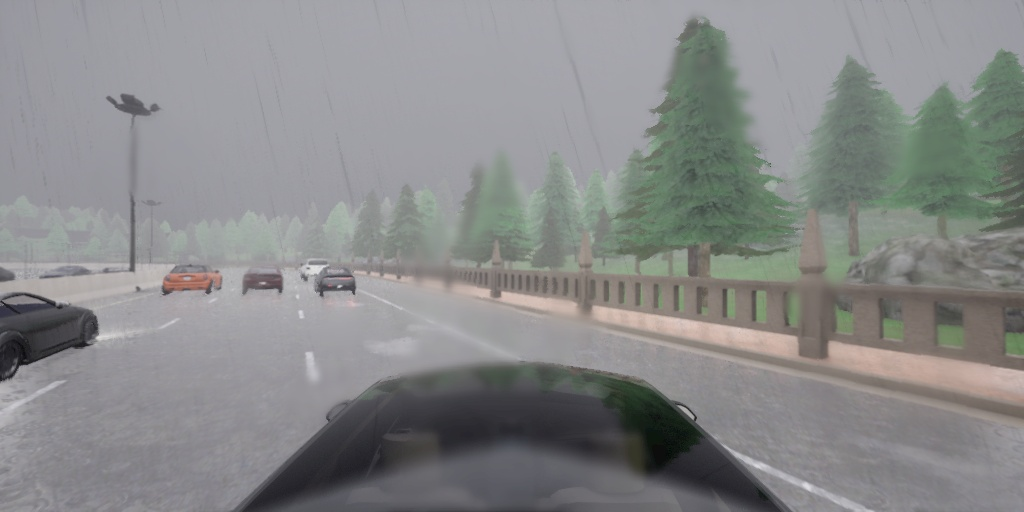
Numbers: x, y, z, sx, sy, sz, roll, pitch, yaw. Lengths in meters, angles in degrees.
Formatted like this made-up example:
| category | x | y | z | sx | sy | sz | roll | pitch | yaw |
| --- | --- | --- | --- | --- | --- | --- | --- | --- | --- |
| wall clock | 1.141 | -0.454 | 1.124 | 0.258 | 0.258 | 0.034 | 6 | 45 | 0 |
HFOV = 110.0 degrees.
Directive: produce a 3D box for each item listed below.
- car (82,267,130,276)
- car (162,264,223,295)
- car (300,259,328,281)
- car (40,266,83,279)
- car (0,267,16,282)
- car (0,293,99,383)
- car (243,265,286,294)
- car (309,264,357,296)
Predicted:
| category | x | y | z | sx | sy | sz | roll | pitch | yaw |
| --- | --- | --- | --- | --- | --- | --- | --- | --- | --- |
| car | -32.468 | 1.590 | 29.278 | 1.895 | 1.301 | 4.718 | 1 | -1 | -35 |
| car | -18.867 | 1.280 | 21.386 | 2.097 | 1.767 | 4.553 | 0 | -1 | -32 |
| car | -19.059 | 1.292 | 34.733 | 2.150 | 2.045 | 5.566 | 1 | -1 | -34 |
| car | -37.491 | 1.541 | 30.374 | 2.033 | 1.411 | 5.357 | 1 | -1 | -36 |
| car | -39.044 | 1.475 | 26.499 | 1.812 | 1.442 | 4.674 | 1 | -1 | -35 |
| car | -9.657 | 1.349 | 6.492 | 1.994 | 1.385 | 4.181 | 0 | -1 | -32 |
| car | -15.246 | 1.420 | 22.185 | 1.882 | 1.535 | 5.008 | 0 | -1 | -32 |
| car | -10.334 | 1.427 | 20.896 | 2.128 | 1.511 | 4.902 | 0 | -1 | -32 |
